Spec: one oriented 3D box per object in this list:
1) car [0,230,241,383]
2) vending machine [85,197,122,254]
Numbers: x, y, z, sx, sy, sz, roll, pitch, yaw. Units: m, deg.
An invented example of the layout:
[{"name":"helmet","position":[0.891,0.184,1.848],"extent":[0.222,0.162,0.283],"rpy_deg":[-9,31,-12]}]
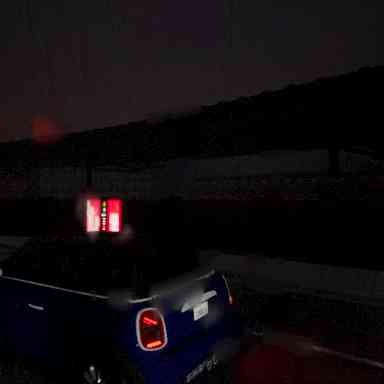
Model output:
[{"name":"car","position":[-1.683,1.366,4.897],"extent":[4.553,1.767,2.097],"rpy_deg":[0,0,33]},{"name":"vending machine","position":[-3.442,1.263,13.003],"extent":[0.880,2.100,1.100],"rpy_deg":[0,-1,30]}]
